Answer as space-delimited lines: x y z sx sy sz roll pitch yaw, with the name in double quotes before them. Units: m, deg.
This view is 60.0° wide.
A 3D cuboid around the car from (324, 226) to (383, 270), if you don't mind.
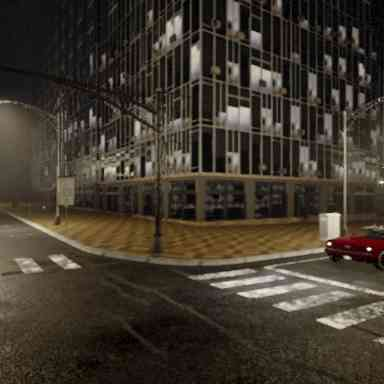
"car" 7.189 2.022 12.810 4.718 1.301 1.895 2 -2 -35
